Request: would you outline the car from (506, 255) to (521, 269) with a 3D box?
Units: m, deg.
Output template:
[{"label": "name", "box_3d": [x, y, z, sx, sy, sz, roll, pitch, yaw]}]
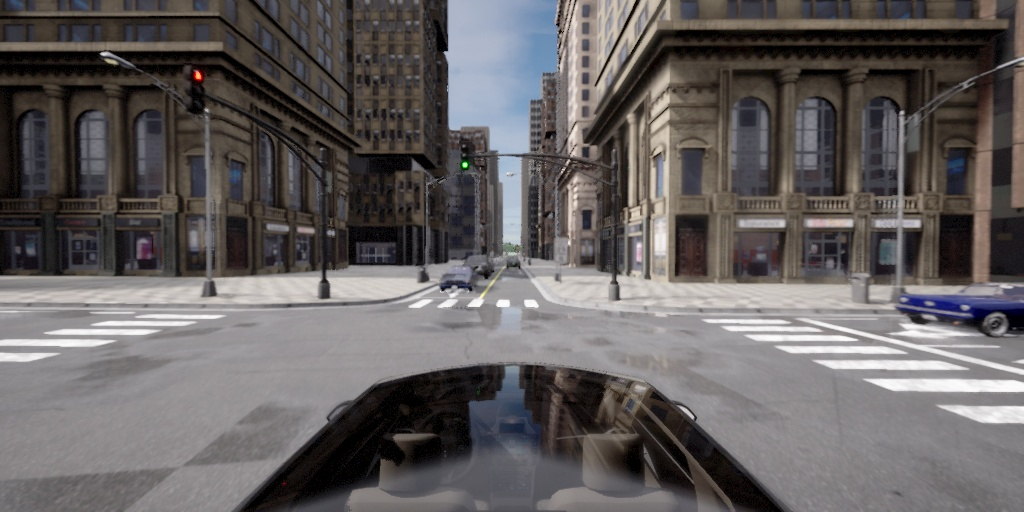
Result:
[{"label": "car", "box_3d": [0.240, 1.025, 53.049, 2.097, 1.767, 4.553, 0, 0, 0]}]

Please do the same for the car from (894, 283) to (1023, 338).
[{"label": "car", "box_3d": [13.649, 1.399, 9.827, 4.718, 1.301, 1.895, 0, 1, 0]}]

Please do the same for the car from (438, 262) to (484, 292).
[{"label": "car", "box_3d": [-3.048, 1.271, 21.601, 2.033, 1.411, 5.357, 0, 0, 0]}]

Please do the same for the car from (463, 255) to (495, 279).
[{"label": "car", "box_3d": [-3.022, 0.928, 31.787, 2.150, 2.045, 5.566, 0, 0, 1]}]
